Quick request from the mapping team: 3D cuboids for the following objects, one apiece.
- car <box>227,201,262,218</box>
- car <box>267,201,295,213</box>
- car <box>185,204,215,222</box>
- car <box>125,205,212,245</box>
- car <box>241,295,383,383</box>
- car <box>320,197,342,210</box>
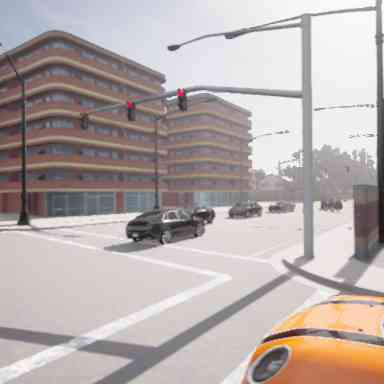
[{"bbox_3d":[5.159,1.666,32.022,1.837,1.490,4.892,-1,0,34],"label":"car"},{"bbox_3d":[10.802,1.762,40.227,1.895,1.301,4.718,-1,0,35],"label":"car"},{"bbox_3d":[-0.108,1.653,24.357,2.128,1.511,4.902,-1,0,34],"label":"car"},{"bbox_3d":[-1.162,1.626,16.482,1.837,1.490,4.892,-3,-2,32],"label":"car"},{"bbox_3d":[2.588,1.342,2.186,4.553,1.767,2.097,-1,0,35],"label":"car"},{"bbox_3d":[19.212,1.470,45.947,2.097,1.767,4.553,-1,0,34],"label":"car"}]
